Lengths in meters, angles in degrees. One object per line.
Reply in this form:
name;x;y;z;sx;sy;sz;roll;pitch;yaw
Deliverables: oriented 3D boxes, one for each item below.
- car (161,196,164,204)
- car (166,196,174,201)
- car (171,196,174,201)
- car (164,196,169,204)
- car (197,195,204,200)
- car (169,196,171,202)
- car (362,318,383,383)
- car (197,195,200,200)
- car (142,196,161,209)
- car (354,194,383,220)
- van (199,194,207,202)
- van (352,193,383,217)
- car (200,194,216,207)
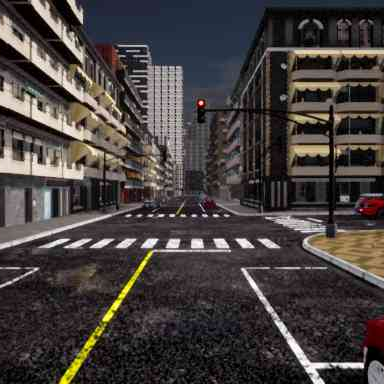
car;-5.783;1.578;50.801;1.947;1.339;4.313;0;0;0
car;-5.850;1.629;89.497;1.802;1.307;4.206;-1;0;0
car;-5.831;1.560;78.271;1.752;1.417;4.829;-1;0;0
car;-5.804;1.460;61.857;1.967;1.590;4.097;-1;0;0
car;2.521;1.598;95.034;1.887;1.381;4.507;-1;0;0
car;-5.812;1.606;67.385;1.802;1.307;4.206;-1;0;0
car;2.681;1.544;1.811;1.887;1.381;4.507;0;0;0
car;2.569;1.575;67.394;2.008;1.369;4.403;-1;0;0
car;-5.773;1.559;45.274;2.008;1.369;4.403;0;0;0
car;15.350;0.940;24.825;5.566;2.045;2.150;-1;0;-1
van;2.547;1.376;78.450;1.690;1.788;3.998;-1;0;0
van;15.596;1.034;27.405;3.998;1.788;1.690;-1;1;-1
car;2.596;1.452;50.811;1.967;1.590;4.097;-1;0;0
